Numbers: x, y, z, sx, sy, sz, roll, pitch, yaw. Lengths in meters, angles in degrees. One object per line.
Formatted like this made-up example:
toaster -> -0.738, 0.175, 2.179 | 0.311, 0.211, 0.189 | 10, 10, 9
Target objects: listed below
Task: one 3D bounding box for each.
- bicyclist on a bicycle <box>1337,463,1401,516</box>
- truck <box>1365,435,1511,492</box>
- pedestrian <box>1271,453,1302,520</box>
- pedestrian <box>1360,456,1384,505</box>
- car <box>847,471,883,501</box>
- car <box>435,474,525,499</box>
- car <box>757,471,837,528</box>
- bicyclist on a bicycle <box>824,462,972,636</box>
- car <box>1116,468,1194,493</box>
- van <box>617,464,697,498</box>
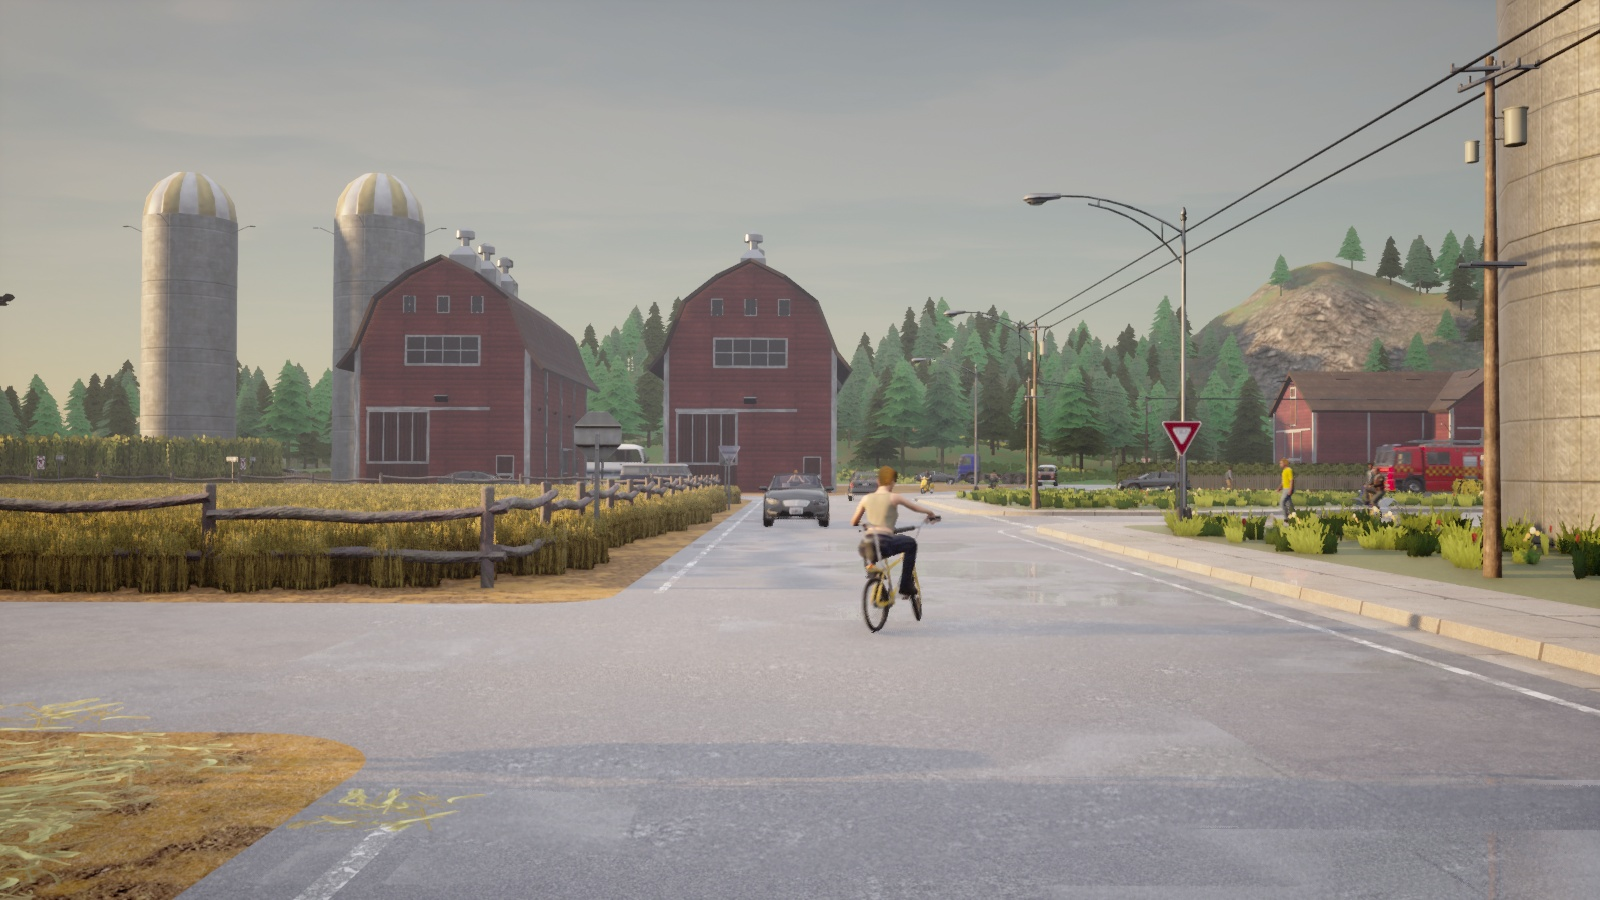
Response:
bicyclist on a bicycle -> 19.042, 1.313, 42.019 | 1.843, 1.776, 0.659 | 0, -1, -1
truck -> 43.541, 0.914, 85.845 | 8.468, 3.827, 2.891 | 0, -1, 0
pedestrian -> 13.397, 0.996, 34.607 | 0.706, 1.836, 0.354 | 0, -1, 6
pedestrian -> 22.848, 1.218, 50.142 | 0.788, 1.949, 0.423 | 0, -1, -18
car -> 3.382, 1.890, 66.291 | 1.789, 1.549, 3.705 | 0, -1, 1
car -> -18.802, 2.133, 74.003 | 4.892, 1.490, 1.837 | 0, -1, -3
car -> -0.096, 1.376, 36.085 | 2.128, 1.511, 4.902 | 0, -1, 0
bicyclist on a bicycle -> 1.010, 0.958, 12.596 | 0.866, 1.612, 1.509 | -5, -3, 27
car -> 24.240, 2.085, 85.906 | 4.856, 1.649, 2.033 | 0, -1, 4
van -> -8.452, 1.845, 74.290 | 4.442, 1.987, 1.775 | 0, -1, 4
